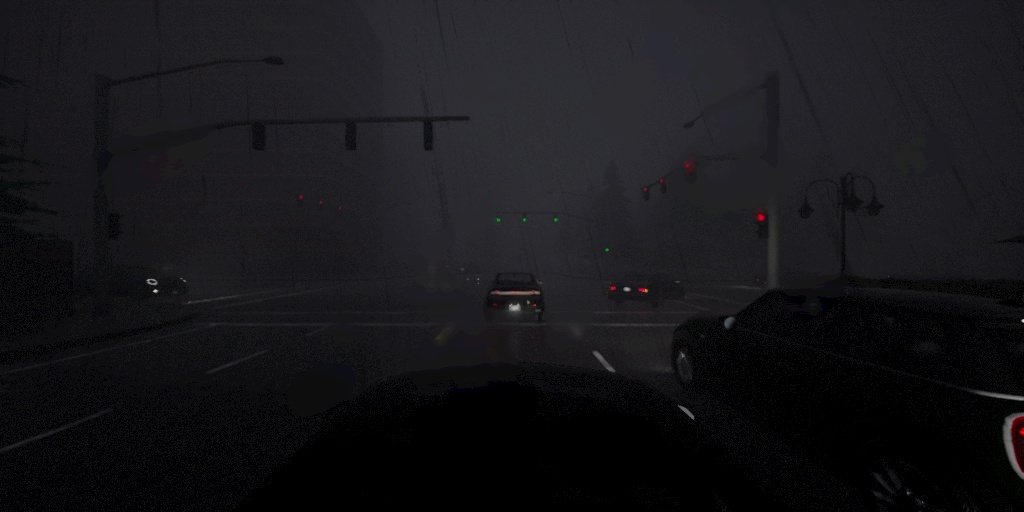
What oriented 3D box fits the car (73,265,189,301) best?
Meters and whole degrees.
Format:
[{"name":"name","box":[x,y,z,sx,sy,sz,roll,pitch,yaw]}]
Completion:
[{"name":"car","box":[-18.997,1.237,17.877,4.553,1.767,2.097,0,0,0]}]

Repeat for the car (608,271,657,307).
[{"name":"car","box":[6.255,1.407,16.377,2.033,1.411,5.357,0,0,40]}]

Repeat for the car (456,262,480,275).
[{"name":"car","box":[-5.126,1.518,43.310,1.994,1.385,4.181,0,0,-18]}]

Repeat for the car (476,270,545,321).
[{"name":"car","box":[0.095,1.318,12.701,2.128,1.511,4.902,0,-1,0]}]

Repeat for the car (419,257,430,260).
[{"name":"car","box":[-13.648,1.253,59.293,2.150,2.045,5.566,0,0,-41]}]

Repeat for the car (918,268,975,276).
[{"name":"car","box":[28.820,1.519,24.722,4.718,1.301,1.895,0,0,0]}]

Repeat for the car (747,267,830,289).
[{"name":"car","box":[19.002,1.482,24.797,4.181,1.385,1.994,0,0,0]}]

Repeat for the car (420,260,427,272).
[{"name":"car","box":[-10.646,1.579,48.250,1.895,1.301,4.718,0,0,-26]}]

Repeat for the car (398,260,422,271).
[{"name":"car","box":[-15.570,1.616,55.985,1.895,1.301,4.718,0,0,-40]}]

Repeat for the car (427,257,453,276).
[{"name":"car","box":[-8.007,1.288,39.657,2.097,1.767,4.553,0,0,-13]}]

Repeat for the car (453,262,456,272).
[{"name":"car","box":[-8.188,1.517,51.108,1.812,1.442,4.674,0,0,-29]}]

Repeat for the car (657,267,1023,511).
[{"name":"car","box":[3.601,1.113,3.943,2.097,1.767,4.553,0,0,0]}]
